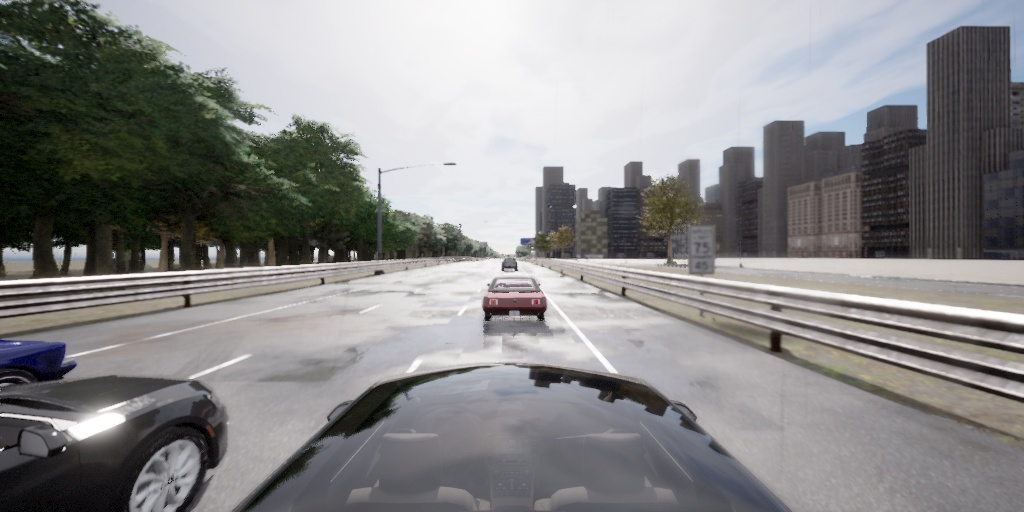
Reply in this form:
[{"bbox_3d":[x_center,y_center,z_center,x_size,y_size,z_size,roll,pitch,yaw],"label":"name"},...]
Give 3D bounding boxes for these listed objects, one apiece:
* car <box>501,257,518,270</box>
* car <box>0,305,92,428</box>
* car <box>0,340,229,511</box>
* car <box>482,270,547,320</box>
[{"bbox_3d":[-0.300,0.947,44.481,2.033,1.649,4.856,0,0,-1],"label":"car"},{"bbox_3d":[-6.904,1.352,2.719,1.895,1.301,4.718,0,0,0],"label":"car"},{"bbox_3d":[-3.406,1.256,1.144,1.837,1.490,4.892,0,0,0],"label":"car"},{"bbox_3d":[0.068,1.330,12.417,1.895,1.301,4.718,0,0,0],"label":"car"}]
